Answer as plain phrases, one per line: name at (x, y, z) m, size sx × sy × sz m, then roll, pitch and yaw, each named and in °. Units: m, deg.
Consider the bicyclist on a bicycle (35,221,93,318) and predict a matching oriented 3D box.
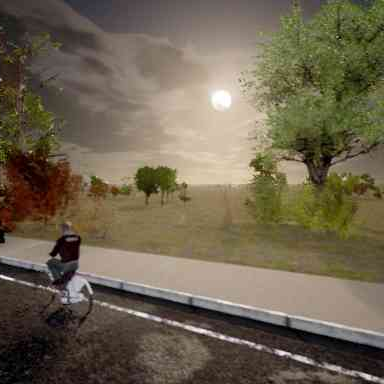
bicyclist on a bicycle at (-2.534, 1.428, 6.406) m, size 1.843 × 1.776 × 0.659 m, roll 0°, pitch 0°, yaw 35°
